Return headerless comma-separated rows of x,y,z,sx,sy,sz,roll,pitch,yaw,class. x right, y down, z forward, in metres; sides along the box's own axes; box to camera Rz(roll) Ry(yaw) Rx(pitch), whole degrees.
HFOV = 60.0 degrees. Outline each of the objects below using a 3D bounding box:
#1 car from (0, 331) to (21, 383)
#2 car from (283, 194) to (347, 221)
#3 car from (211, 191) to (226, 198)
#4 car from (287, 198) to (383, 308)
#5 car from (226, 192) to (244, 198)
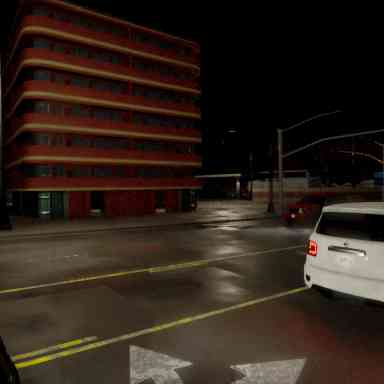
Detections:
-3.680,1.222,1.126,5.566,2.045,2.150,0,0,-35,car
8.754,1.171,22.975,5.566,2.045,2.150,0,0,-35,car
7.375,0.671,89.318,4.611,1.667,2.242,-1,1,-35,car
4.761,1.218,7.127,5.566,2.045,2.150,0,0,-35,car
11.343,0.818,85.094,3.806,1.475,1.970,-1,1,-35,car
